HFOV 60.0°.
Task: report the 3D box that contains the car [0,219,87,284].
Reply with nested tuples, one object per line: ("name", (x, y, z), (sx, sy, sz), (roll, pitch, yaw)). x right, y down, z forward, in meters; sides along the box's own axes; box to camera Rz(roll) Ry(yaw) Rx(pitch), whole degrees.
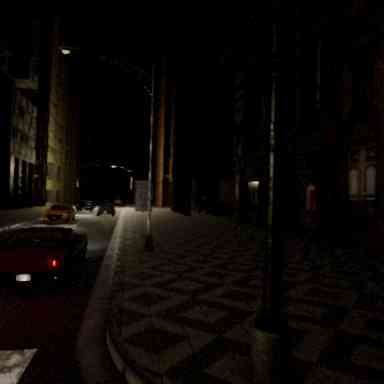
("car", (-4.247, 1.685, 9.754), (1.895, 1.301, 4.718), (2, -1, -11))

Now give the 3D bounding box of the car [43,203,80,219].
("car", (-10.941, 1.725, 27.695), (1.882, 1.535, 5.008), (2, -1, -11))

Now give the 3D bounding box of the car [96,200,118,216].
("car", (-10.035, 2.023, 39.061), (1.812, 1.442, 4.674), (2, -1, -11))

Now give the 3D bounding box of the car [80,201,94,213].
("car", (-14.114, 1.921, 44.253), (2.128, 1.511, 4.902), (2, -1, -11))
